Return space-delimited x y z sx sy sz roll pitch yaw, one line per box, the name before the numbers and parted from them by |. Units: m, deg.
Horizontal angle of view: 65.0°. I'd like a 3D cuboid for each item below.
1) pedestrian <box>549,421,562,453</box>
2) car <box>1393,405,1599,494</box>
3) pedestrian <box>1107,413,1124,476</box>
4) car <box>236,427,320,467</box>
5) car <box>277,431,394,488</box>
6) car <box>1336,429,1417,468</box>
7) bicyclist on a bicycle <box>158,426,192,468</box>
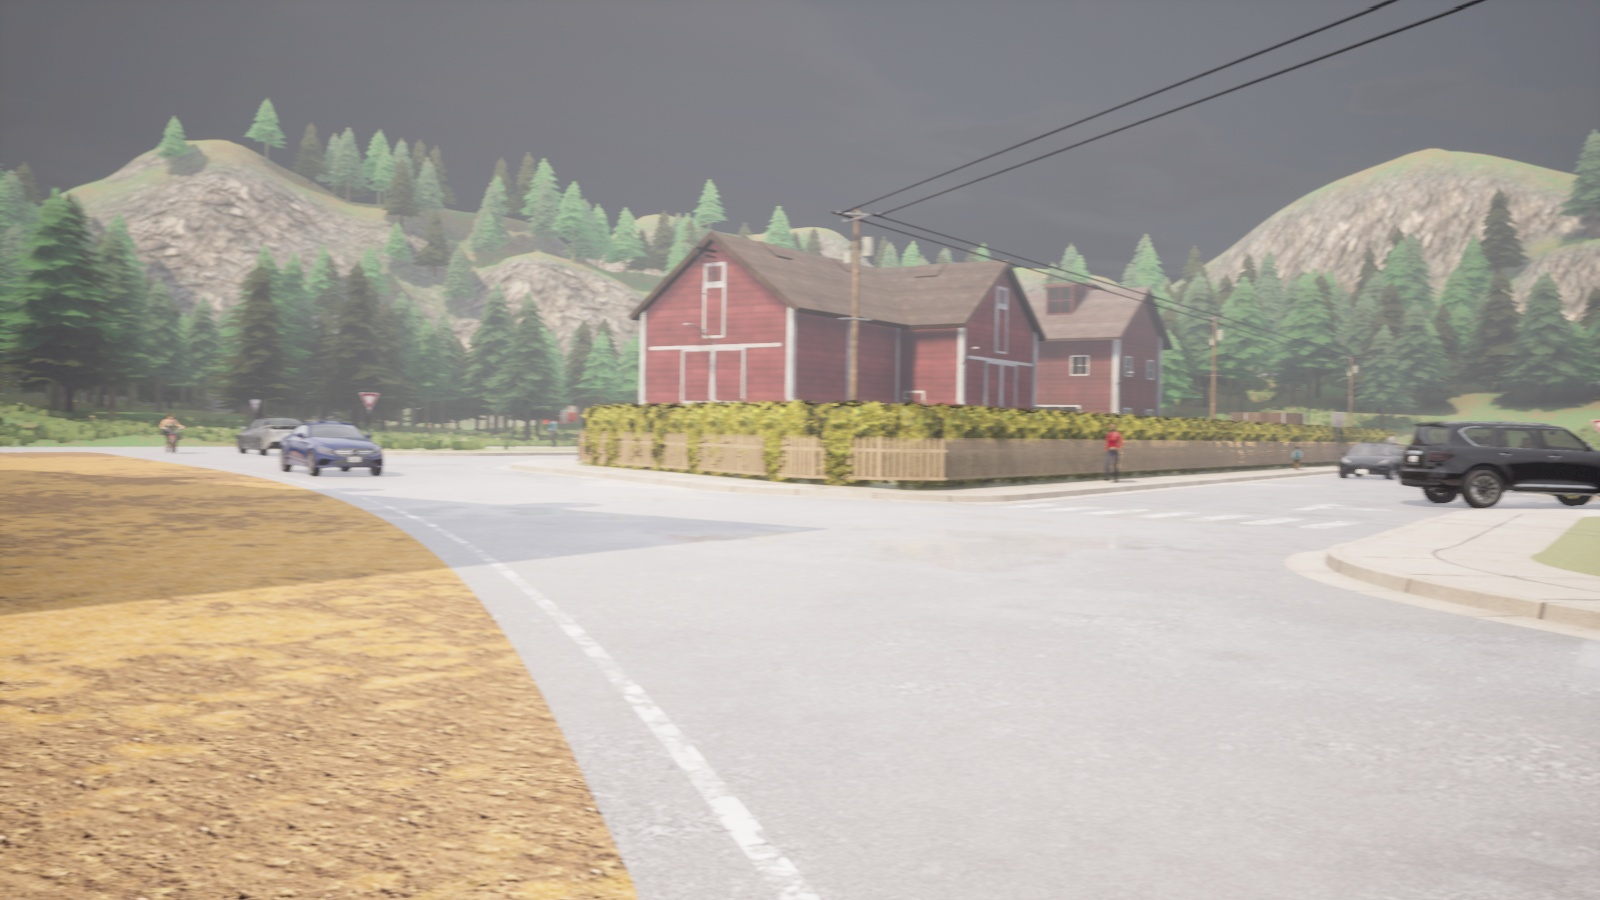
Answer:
pedestrian | -14.626 -0.768 75.062 0.396 1.930 0.692 0 1 34
car | 17.540 -0.023 30.174 5.566 2.045 2.150 0 1 0
pedestrian | 9.326 -0.154 37.106 0.331 1.846 0.636 0 1 31
car | -21.054 -0.145 50.521 2.007 1.525 4.514 -1 1 -38
car | -12.805 0.207 34.460 1.812 1.442 4.674 -1 1 -36
car | 23.362 -0.086 50.788 2.163 1.488 4.792 0 1 35
bicyclist on a bicycle | -24.584 -0.125 49.402 0.866 1.612 1.509 -1 2 -39
